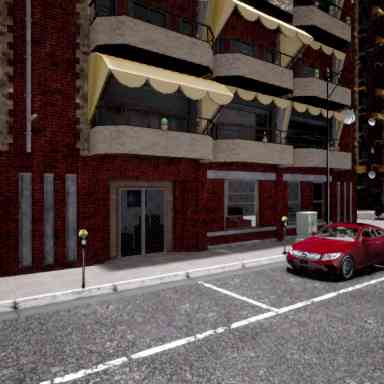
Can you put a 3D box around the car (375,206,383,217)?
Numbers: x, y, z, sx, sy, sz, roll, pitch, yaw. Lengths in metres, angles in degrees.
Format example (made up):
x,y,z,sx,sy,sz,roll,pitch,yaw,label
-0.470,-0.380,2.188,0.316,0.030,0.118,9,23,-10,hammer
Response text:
x,y,z,sx,sy,sz,roll,pitch,yaw,label
18.482,1.726,28.726,1.837,1.490,4.892,0,-1,-32,car

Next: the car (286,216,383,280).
x,y,z,sx,sy,sz,roll,pitch,yaw,label
4.631,1.582,9.914,4.206,1.307,1.802,0,0,-35,car
